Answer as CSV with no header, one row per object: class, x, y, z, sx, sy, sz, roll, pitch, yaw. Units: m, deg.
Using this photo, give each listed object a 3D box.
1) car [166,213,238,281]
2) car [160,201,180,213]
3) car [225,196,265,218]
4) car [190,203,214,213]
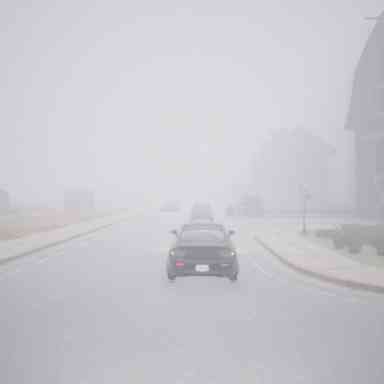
car,0.317,1.592,9.948,1.812,1.442,4.674,0,0,2
car,-2.525,1.765,39.091,1.994,1.385,4.181,0,0,2
car,5.025,1.348,31.503,1.905,1.878,3.866,-7,3,-41
car,0.810,1.644,27.637,2.033,1.411,5.357,-1,0,2
